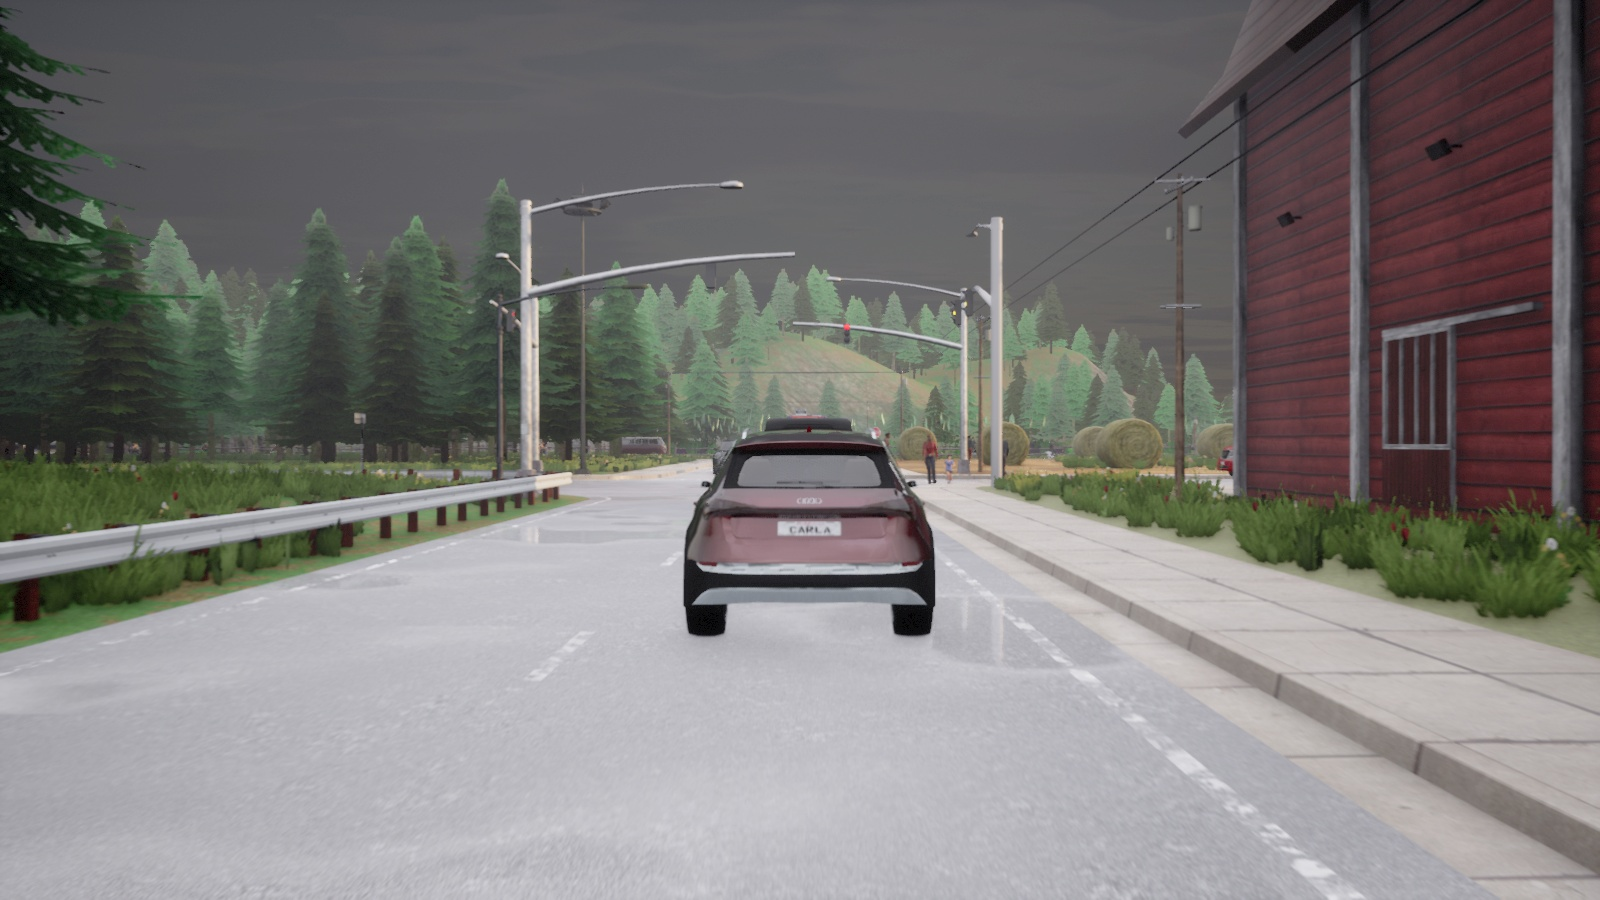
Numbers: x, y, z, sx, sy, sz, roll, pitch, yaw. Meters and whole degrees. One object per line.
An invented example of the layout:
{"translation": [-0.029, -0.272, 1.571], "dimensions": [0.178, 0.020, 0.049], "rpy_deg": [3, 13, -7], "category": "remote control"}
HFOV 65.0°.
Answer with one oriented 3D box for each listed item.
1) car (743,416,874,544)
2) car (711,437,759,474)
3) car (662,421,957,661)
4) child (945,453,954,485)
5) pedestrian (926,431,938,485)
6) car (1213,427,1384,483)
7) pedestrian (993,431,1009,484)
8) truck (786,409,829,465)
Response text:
{"translation": [0.131, 0.428, 20.293], "dimensions": [1.905, 1.878, 3.866], "rpy_deg": [0, 0, 0], "category": "car"}
{"translation": [-3.135, 0.255, 61.564], "dimensions": [2.097, 1.767, 4.553], "rpy_deg": [0, 0, 0], "category": "car"}
{"translation": [0.078, 0.614, 11.097], "dimensions": [2.033, 1.649, 4.856], "rpy_deg": [0, 0, 0], "category": "car"}
{"translation": [5.180, 0.661, 43.486], "dimensions": [0.255, 1.110, 0.394], "rpy_deg": [0, 0, -2], "category": "child"}
{"translation": [4.589, 0.280, 43.627], "dimensions": [0.331, 1.846, 0.636], "rpy_deg": [0, 0, -3], "category": "pedestrian"}
{"translation": [18.711, 0.183, 47.294], "dimensions": [5.566, 2.045, 2.150], "rpy_deg": [0, 0, -1], "category": "car"}
{"translation": [7.412, 0.266, 46.367], "dimensions": [0.423, 1.949, 0.788], "rpy_deg": [0, 0, -4], "category": "pedestrian"}
{"translation": [0.525, -0.922, 89.536], "dimensions": [2.891, 3.827, 8.468], "rpy_deg": [0, 0, 0], "category": "truck"}
